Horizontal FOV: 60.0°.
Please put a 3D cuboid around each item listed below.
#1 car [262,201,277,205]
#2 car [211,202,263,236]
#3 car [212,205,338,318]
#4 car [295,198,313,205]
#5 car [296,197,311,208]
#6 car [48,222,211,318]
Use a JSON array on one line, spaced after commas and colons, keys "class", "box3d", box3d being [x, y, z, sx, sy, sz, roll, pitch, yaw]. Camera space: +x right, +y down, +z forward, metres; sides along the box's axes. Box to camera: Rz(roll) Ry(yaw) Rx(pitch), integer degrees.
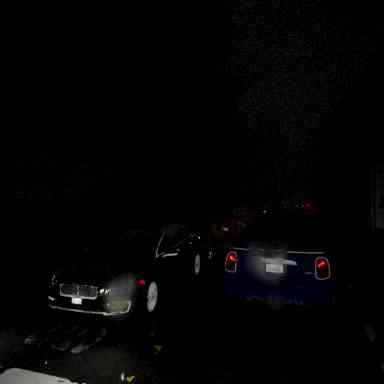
[{"class": "car", "box3d": [7.075, 1.559, 31.325, 1.994, 1.385, 4.181, 0, 0, 20]}, {"class": "car", "box3d": [2.402, 1.489, 17.984, 1.882, 1.535, 5.008, 0, 0, 19]}, {"class": "car", "box3d": [2.141, 1.357, 7.823, 2.097, 1.767, 4.553, 0, 0, 19]}, {"class": "car", "box3d": [12.610, 1.511, 37.688, 2.033, 1.411, 5.357, 0, 0, 20]}, {"class": "car", "box3d": [15.669, 1.470, 46.629, 1.994, 1.385, 4.181, 0, 0, 19]}, {"class": "car", "box3d": [-1.133, 1.510, 7.696, 1.837, 1.490, 4.892, 0, 0, 18]}]
